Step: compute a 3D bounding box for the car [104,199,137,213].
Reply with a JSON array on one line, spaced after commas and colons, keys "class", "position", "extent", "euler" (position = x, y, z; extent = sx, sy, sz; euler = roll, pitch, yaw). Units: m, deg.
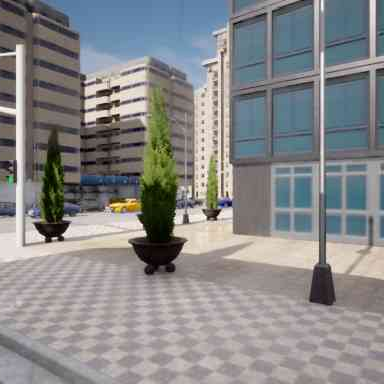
[{"class": "car", "position": [-7.143, 1.533, 37.756], "extent": [1.882, 1.535, 5.008], "euler": [0, 0, 35]}]

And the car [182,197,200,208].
[{"class": "car", "position": [-1.365, 1.581, 45.885], "extent": [1.812, 1.442, 4.674], "euler": [0, 0, 35]}]

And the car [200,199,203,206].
[{"class": "car", "position": [-0.008, 1.581, 53.809], "extent": [1.812, 1.442, 4.674], "euler": [0, 0, 36]}]

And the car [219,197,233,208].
[{"class": "car", "position": [4.857, 1.533, 48.304], "extent": [1.882, 1.535, 5.008], "euler": [0, 0, 35]}]

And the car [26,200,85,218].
[{"class": "car", "position": [-12.465, 1.581, 30.207], "extent": [1.812, 1.442, 4.674], "euler": [0, 0, 35]}]

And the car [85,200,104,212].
[{"class": "car", "position": [-11.786, 1.619, 37.254], "extent": [1.994, 1.385, 4.181], "euler": [0, 0, 35]}]

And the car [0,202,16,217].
[{"class": "car", "position": [-17.121, 1.603, 29.725], "extent": [2.033, 1.411, 5.357], "euler": [0, 0, 35]}]
